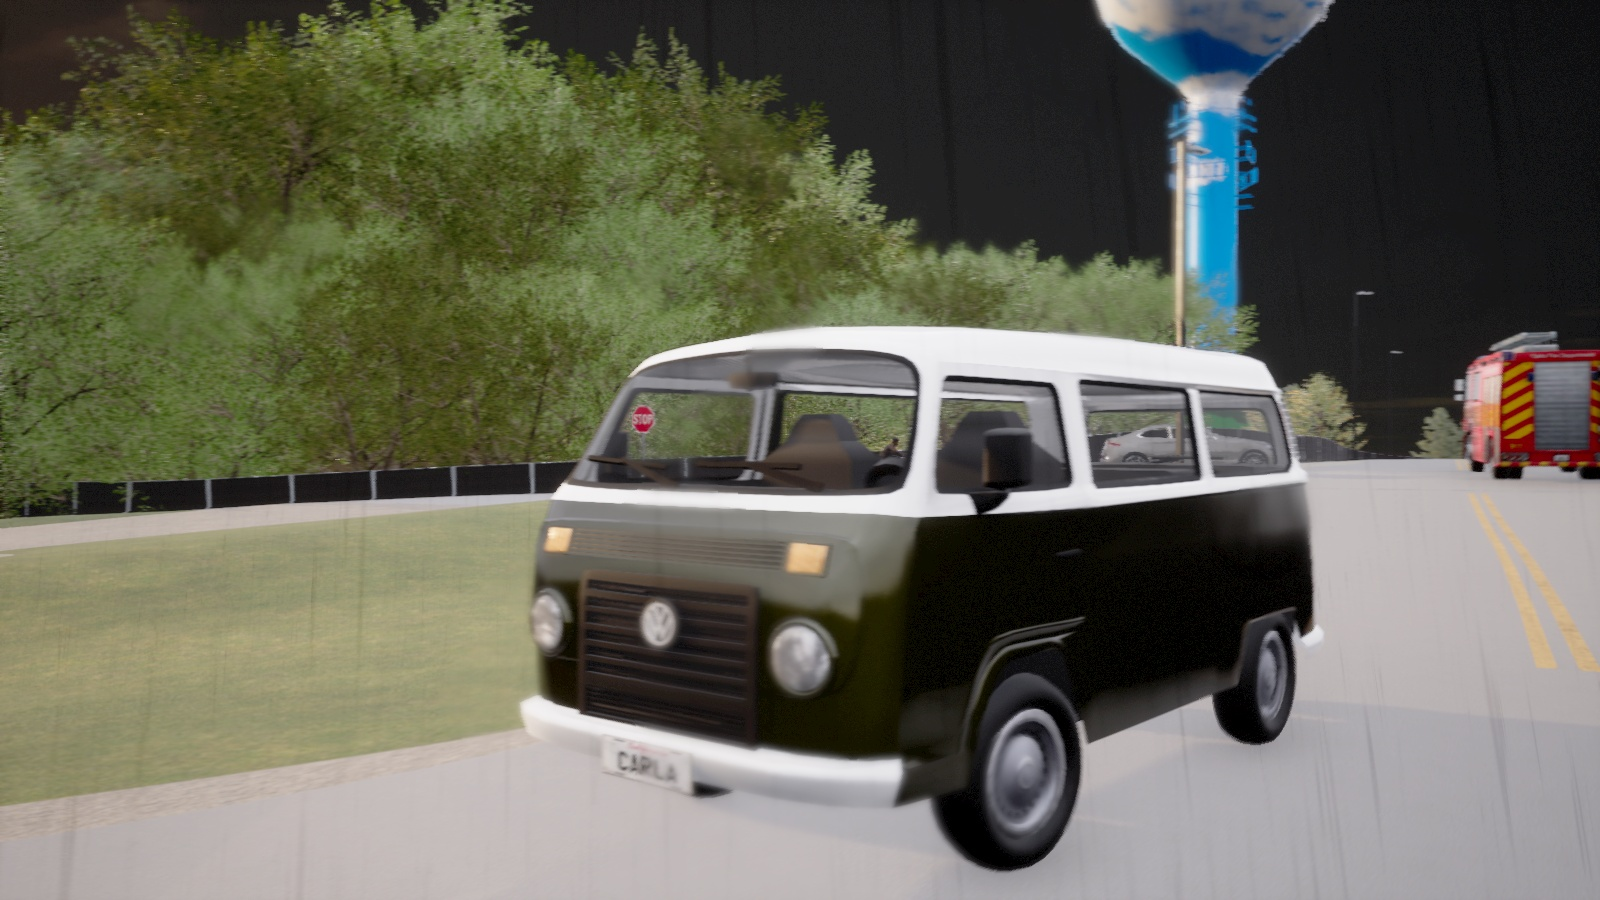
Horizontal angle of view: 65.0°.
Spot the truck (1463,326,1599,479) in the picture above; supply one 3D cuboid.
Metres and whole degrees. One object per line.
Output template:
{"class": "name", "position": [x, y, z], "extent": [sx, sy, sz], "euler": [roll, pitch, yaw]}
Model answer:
{"class": "truck", "position": [20.928, -1.280, 35.687], "extent": [2.891, 3.827, 8.468], "euler": [0, 1, 22]}

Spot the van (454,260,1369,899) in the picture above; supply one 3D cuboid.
{"class": "van", "position": [0.907, 0.471, 5.882], "extent": [2.069, 2.038, 4.480], "euler": [0, 1, 40]}

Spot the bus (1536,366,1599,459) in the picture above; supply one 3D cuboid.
{"class": "bus", "position": [38.788, -1.706, 57.203], "extent": [3.944, 4.253, 10.273], "euler": [0, 0, -4]}
